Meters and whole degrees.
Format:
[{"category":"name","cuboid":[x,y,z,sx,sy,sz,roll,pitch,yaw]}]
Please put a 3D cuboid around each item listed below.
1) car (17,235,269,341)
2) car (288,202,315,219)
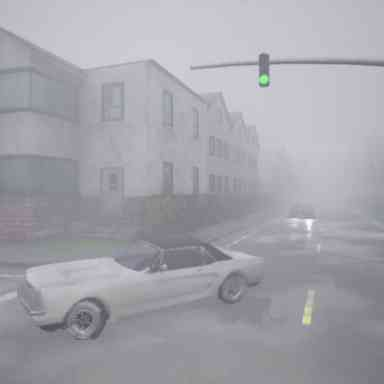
[{"category":"car","cuboid":[-0.784,1.603,6.592,4.718,1.301,1.895,0,0,-34]},{"category":"car","cuboid":[9.610,1.547,28.949,1.994,1.385,4.181,0,0,22]}]
